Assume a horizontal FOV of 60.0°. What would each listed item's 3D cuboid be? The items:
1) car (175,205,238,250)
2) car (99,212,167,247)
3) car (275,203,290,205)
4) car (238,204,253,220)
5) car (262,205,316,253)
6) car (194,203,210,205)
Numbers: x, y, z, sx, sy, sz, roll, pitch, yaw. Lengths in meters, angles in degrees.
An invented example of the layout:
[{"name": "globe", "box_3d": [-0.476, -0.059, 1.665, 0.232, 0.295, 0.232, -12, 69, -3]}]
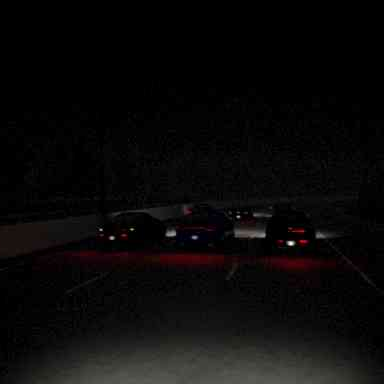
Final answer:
[{"name": "car", "box_3d": [0.721, 1.568, 15.043, 1.882, 1.535, 5.008, -1, 0, 15]}, {"name": "car", "box_3d": [-2.688, 1.675, 15.837, 1.812, 1.442, 4.674, -1, 0, 15]}, {"name": "car", "box_3d": [7.693, 1.616, 28.250, 2.033, 1.411, 5.357, -1, 0, 14]}, {"name": "car", "box_3d": [4.334, 1.729, 29.226, 1.895, 1.301, 4.718, -1, 0, 15]}, {"name": "car", "box_3d": [4.066, 1.538, 14.005, 1.837, 1.490, 4.892, -1, 0, 14]}, {"name": "car", "box_3d": [0.910, 1.734, 29.977, 2.033, 1.411, 5.357, -1, 0, 14]}]
